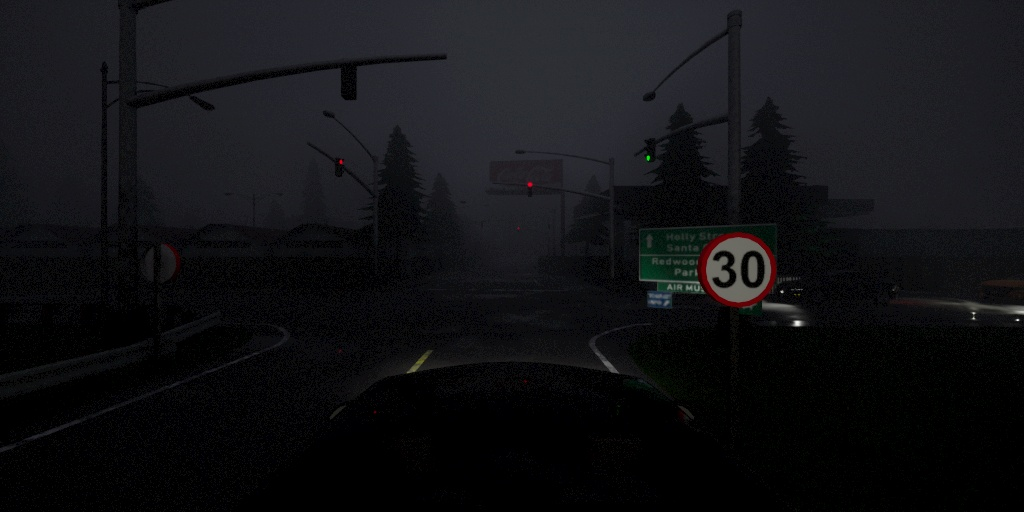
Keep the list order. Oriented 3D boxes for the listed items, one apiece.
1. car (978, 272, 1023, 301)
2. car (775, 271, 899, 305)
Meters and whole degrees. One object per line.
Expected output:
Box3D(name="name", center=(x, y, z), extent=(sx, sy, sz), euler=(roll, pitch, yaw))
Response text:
Box3D(name="car", center=(25.131, 1.419, 16.803), extent=(5.008, 1.535, 1.882), euler=(0, 0, 1))
Box3D(name="car", center=(15.195, 1.446, 16.931), extent=(4.892, 1.490, 1.837), euler=(0, 0, 1))
